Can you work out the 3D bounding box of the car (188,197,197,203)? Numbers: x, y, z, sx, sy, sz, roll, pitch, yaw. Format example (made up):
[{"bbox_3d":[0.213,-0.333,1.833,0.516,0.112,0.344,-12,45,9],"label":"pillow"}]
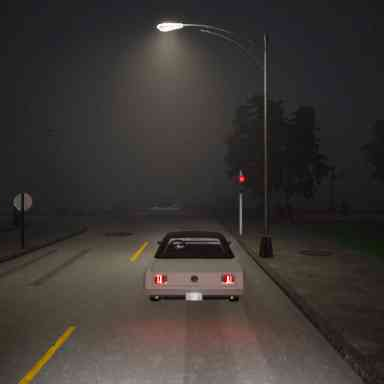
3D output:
[{"bbox_3d":[0.033,1.601,69.423,1.895,1.301,4.718,0,0,0],"label":"car"}]

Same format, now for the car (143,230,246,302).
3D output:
[{"bbox_3d":[0.060,1.601,8.233,1.895,1.301,4.718,0,0,0],"label":"car"}]

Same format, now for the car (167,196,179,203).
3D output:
[{"bbox_3d":[-3.967,1.540,70.143,2.033,1.411,5.357,0,0,0],"label":"car"}]

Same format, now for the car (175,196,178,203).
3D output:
[{"bbox_3d":[-4.044,1.547,59.802,2.033,1.411,5.357,0,0,0],"label":"car"}]

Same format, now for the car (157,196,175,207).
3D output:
[{"bbox_3d":[-4.072,1.505,50.104,1.837,1.490,4.892,0,0,0],"label":"car"}]
